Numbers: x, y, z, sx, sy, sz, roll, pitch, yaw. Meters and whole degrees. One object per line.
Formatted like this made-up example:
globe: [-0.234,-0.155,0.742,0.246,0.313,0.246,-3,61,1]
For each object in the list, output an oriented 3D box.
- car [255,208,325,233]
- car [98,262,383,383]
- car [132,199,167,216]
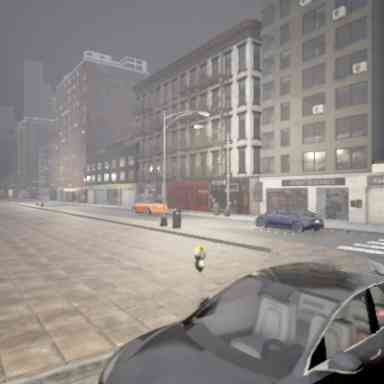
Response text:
car: [5.899,1.641,20.374,1.994,1.385,4.181,0,0,-35]
car: [1.177,1.575,3.652,4.313,1.339,1.947,0,0,-36]
car: [-4.520,1.479,34.988,2.097,1.767,4.553,0,0,-36]
